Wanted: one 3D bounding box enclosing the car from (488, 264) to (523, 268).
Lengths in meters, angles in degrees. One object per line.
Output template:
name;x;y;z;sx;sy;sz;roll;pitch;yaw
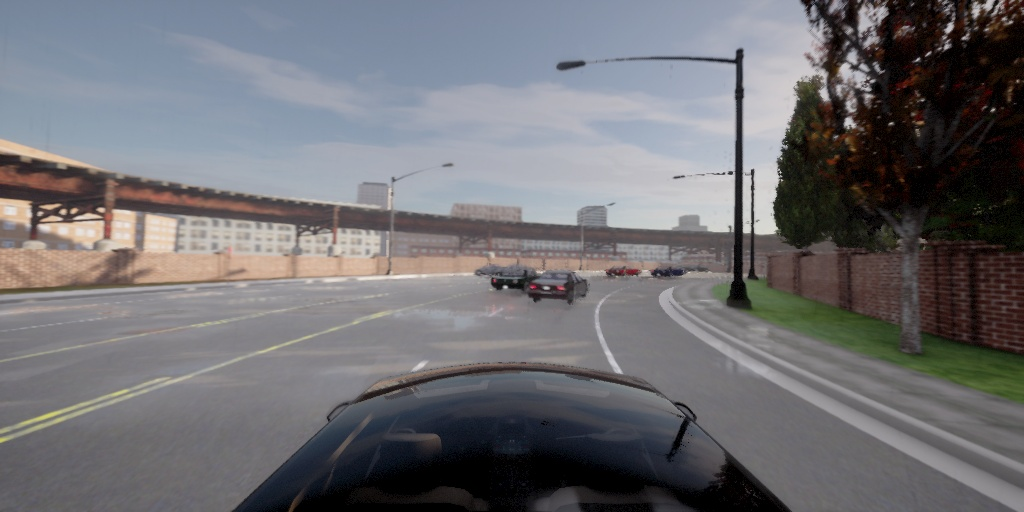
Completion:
car;0.359;1.506;35.632;2.033;1.411;5.357;0;-1;36

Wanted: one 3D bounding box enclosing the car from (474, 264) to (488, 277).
car;-2.116;1.521;37.965;1.994;1.385;4.181;0;-1;37

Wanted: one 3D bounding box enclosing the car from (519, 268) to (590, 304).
car;2.363;1.389;17.047;2.033;1.411;5.357;1;0;22

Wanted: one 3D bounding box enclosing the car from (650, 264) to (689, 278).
car;17.341;1.745;39.694;4.718;1.301;1.895;1;-1;-40

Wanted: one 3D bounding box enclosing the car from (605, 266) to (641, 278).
car;12.472;1.716;39.985;4.718;1.301;1.895;1;-1;-43

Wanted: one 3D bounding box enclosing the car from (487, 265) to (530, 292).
car;0.573;1.442;21.784;1.895;1.301;4.718;1;0;25
